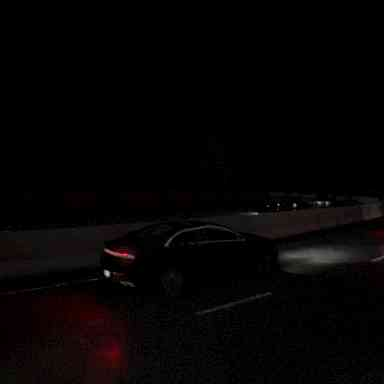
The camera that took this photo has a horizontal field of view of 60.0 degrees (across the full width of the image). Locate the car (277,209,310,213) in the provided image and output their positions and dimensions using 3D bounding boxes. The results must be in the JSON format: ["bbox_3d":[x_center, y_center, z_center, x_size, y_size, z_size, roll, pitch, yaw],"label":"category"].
[{"bbox_3d":[10.265,1.288,33.523,2.097,1.767,4.553,0,0,37],"label":"car"}]

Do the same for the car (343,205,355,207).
[{"bbox_3d":[18.317,1.476,38.936,1.994,1.385,4.181,0,0,32],"label":"car"}]

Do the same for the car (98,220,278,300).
[{"bbox_3d":[0.145,1.480,8.413,4.902,1.511,2.128,0,0,-37],"label":"car"}]
